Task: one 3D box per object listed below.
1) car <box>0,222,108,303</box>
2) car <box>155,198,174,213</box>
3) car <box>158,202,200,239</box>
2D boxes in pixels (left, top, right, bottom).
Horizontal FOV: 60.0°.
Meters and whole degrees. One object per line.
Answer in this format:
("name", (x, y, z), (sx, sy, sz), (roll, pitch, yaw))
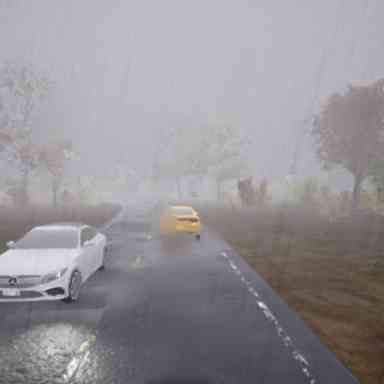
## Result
("car", (-3.332, 1.536, 8.295), (1.812, 1.442, 4.674), (0, 0, -2))
("car", (-3.134, 1.423, 38.104), (2.097, 1.767, 4.553), (0, 0, -9))
("car", (-0.672, 1.496, 17.619), (1.882, 1.535, 5.008), (0, 0, -4))
